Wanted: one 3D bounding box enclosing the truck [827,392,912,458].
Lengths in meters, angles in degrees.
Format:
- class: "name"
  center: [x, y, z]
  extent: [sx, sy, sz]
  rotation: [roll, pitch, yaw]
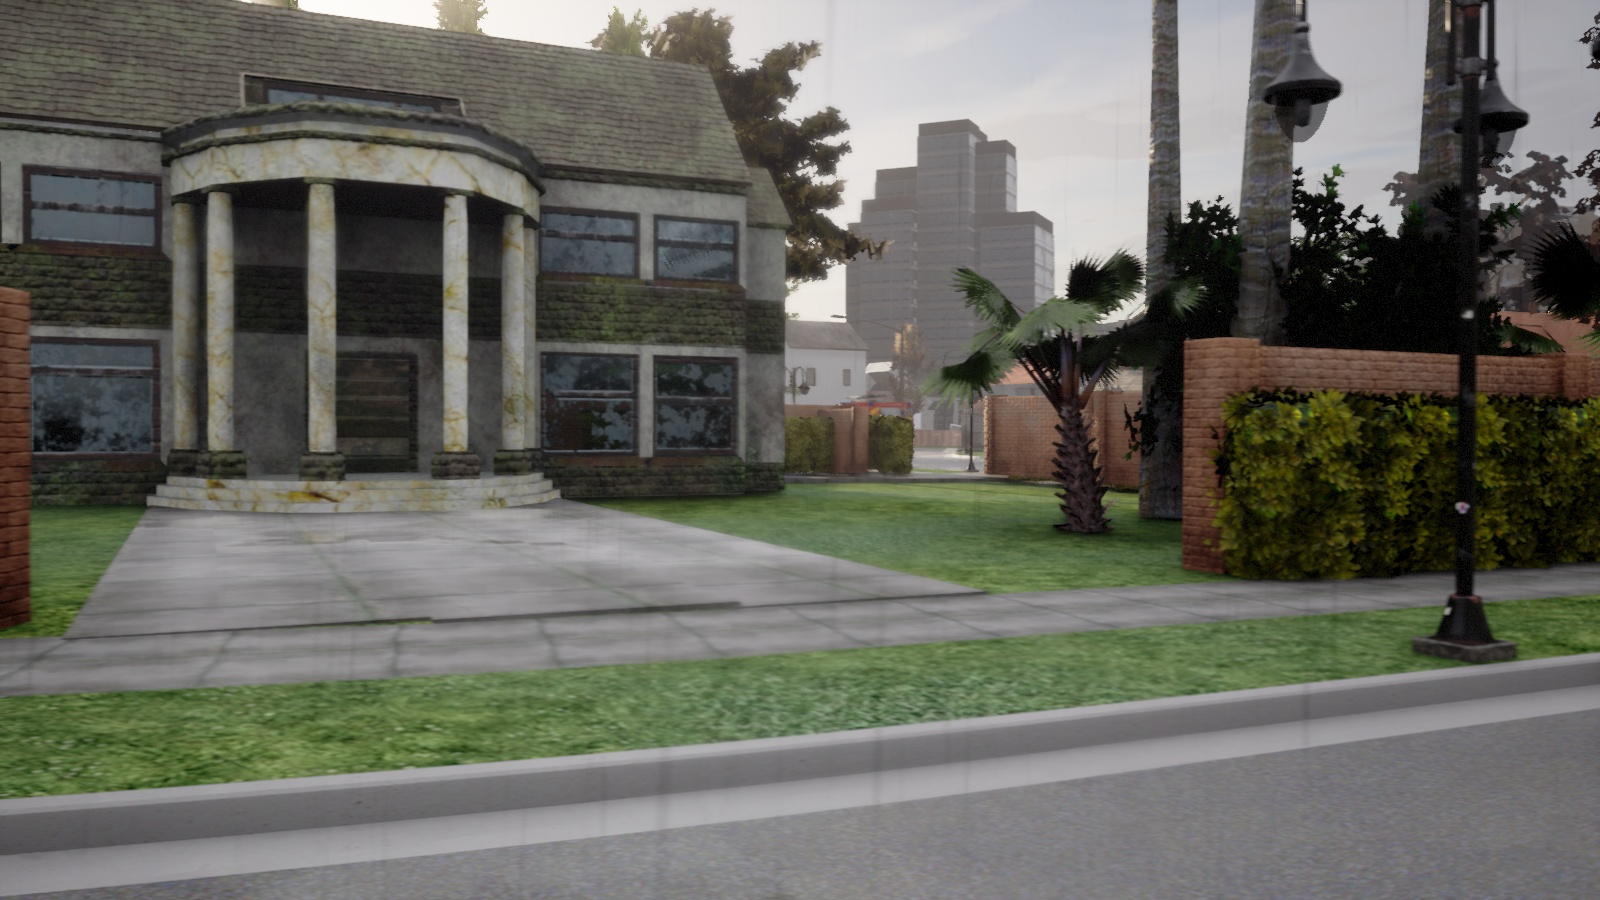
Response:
- class: "truck"
  center: [4.188, -1.535, 77.745]
  extent: [2.891, 3.827, 8.468]
  rotation: [-1, 1, -13]
